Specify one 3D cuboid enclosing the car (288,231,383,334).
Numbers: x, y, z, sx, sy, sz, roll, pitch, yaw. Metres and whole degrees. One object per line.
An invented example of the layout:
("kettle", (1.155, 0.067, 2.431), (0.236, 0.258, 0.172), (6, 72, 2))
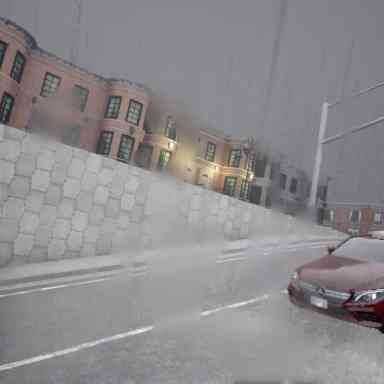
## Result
("car", (3.990, 1.580, 6.831), (4.674, 1.442, 1.812), (1, 0, -36))
